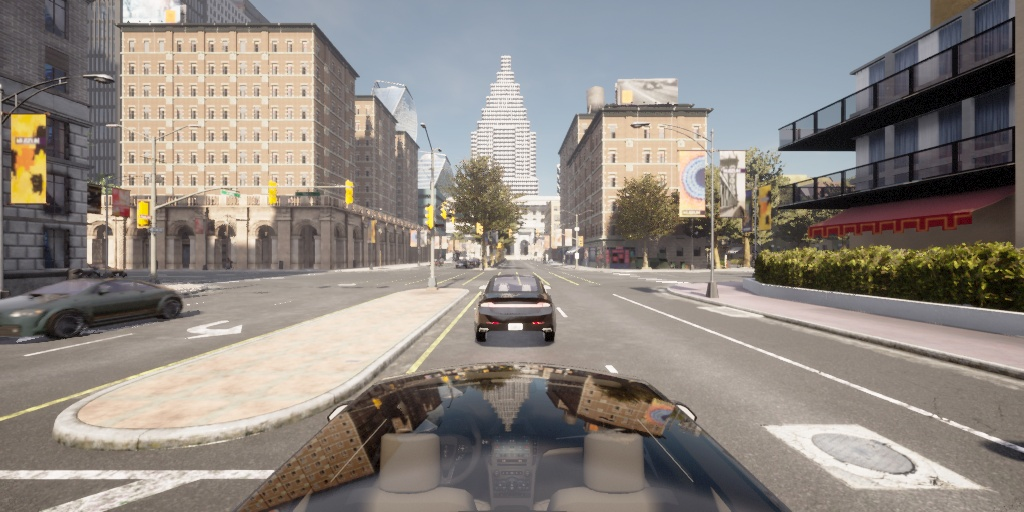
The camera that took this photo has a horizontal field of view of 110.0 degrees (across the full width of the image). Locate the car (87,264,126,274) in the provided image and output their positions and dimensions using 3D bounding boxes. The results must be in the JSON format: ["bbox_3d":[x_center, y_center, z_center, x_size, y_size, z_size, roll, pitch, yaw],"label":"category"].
[{"bbox_3d":[-34.159,1.314,29.252,4.181,1.385,1.994,0,0,0],"label":"car"}]

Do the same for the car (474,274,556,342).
[{"bbox_3d":[0.082,1.242,9.797,2.128,1.511,4.902,0,0,0],"label":"car"}]

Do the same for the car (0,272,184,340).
[{"bbox_3d":[-11.599,1.314,9.829,1.994,1.385,4.181,0,0,0],"label":"car"}]

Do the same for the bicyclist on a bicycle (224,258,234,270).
[{"bbox_3d":[-37.237,1.050,47.206,0.582,1.620,1.656,0,0,0],"label":"bicyclist on a bicycle"}]

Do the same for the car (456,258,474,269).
[{"bbox_3d":[-8.002,1.241,58.545,2.128,1.511,4.902,0,0,0],"label":"car"}]
